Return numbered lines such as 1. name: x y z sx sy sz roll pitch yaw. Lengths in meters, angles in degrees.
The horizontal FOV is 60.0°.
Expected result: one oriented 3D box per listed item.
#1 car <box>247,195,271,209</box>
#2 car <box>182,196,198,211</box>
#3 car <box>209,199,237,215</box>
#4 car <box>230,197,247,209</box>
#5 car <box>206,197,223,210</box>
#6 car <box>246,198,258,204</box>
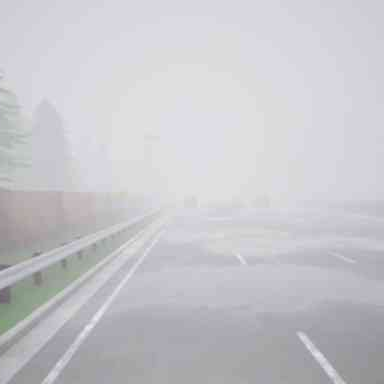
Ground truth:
1. car: 10.211 1.500 49.952 2.150 2.045 5.566 -1 0 -1
2. car: -0.278 1.660 49.234 2.150 2.045 5.566 -1 0 -1
3. car: 3.402 1.823 37.393 2.033 1.411 5.357 -1 0 0
4. car: 6.707 1.693 50.866 2.097 1.767 4.553 -1 -1 -1
5. car: 3.208 1.965 51.261 1.994 1.385 4.181 -1 0 0
6. car: 13.436 2.040 74.741 1.895 1.301 4.718 -1 -1 -1
